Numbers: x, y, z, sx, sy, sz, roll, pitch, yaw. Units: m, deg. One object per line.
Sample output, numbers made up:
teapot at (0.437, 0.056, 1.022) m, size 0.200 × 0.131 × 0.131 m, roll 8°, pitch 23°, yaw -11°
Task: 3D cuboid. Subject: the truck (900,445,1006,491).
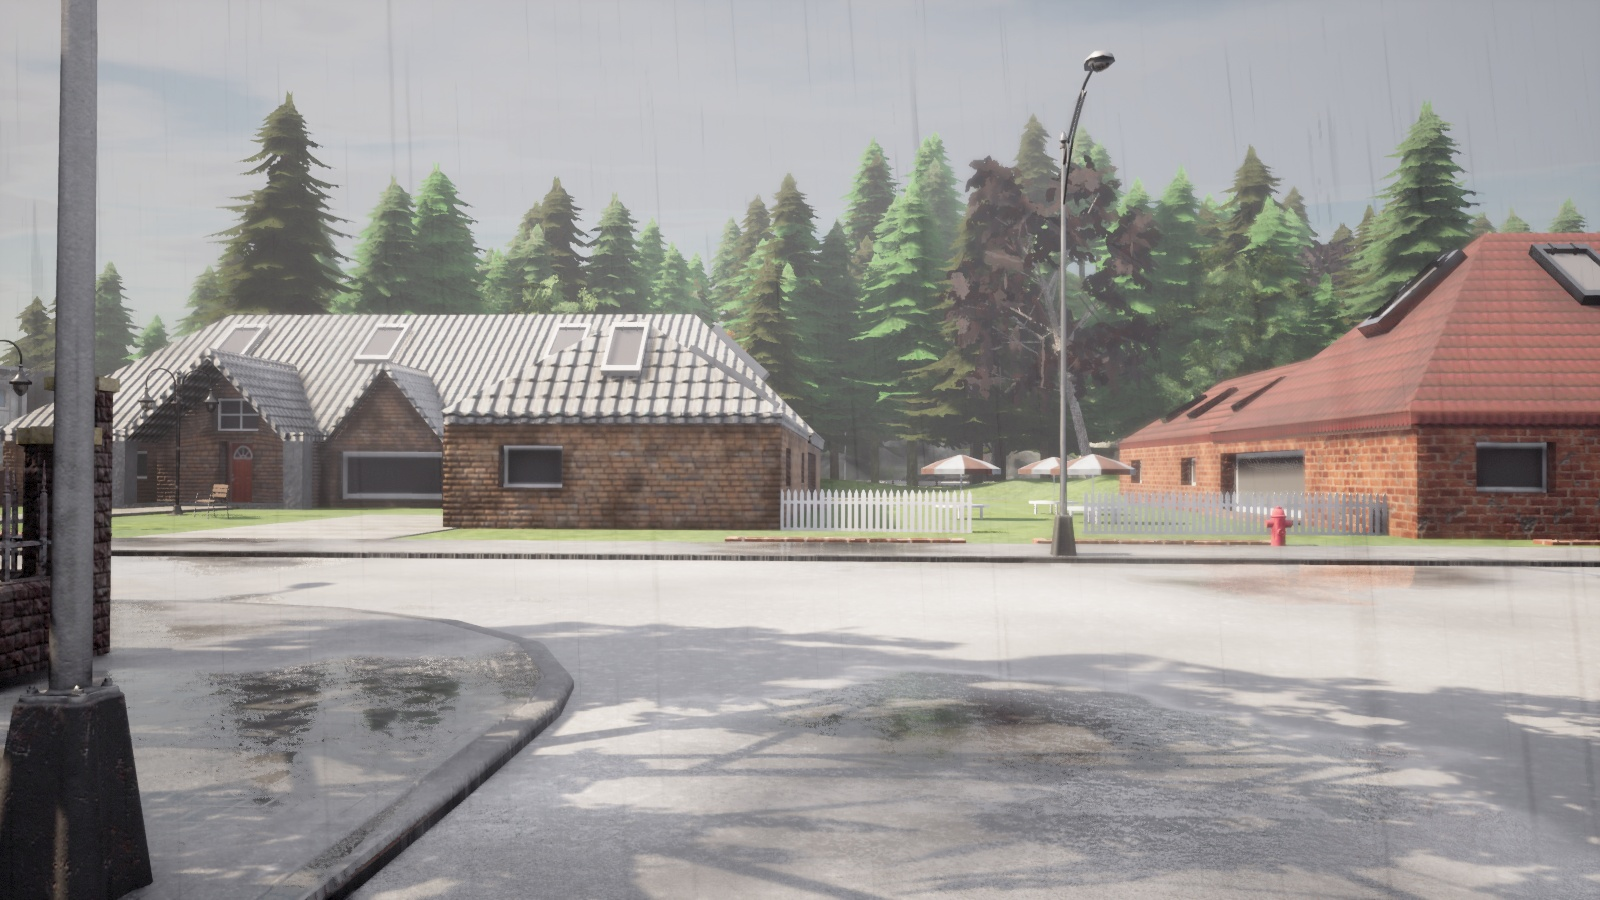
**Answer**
truck at (11.803, 1.418, 97.460) m, size 7.936 × 3.462 × 2.891 m, roll 0°, pitch -1°, yaw 3°
